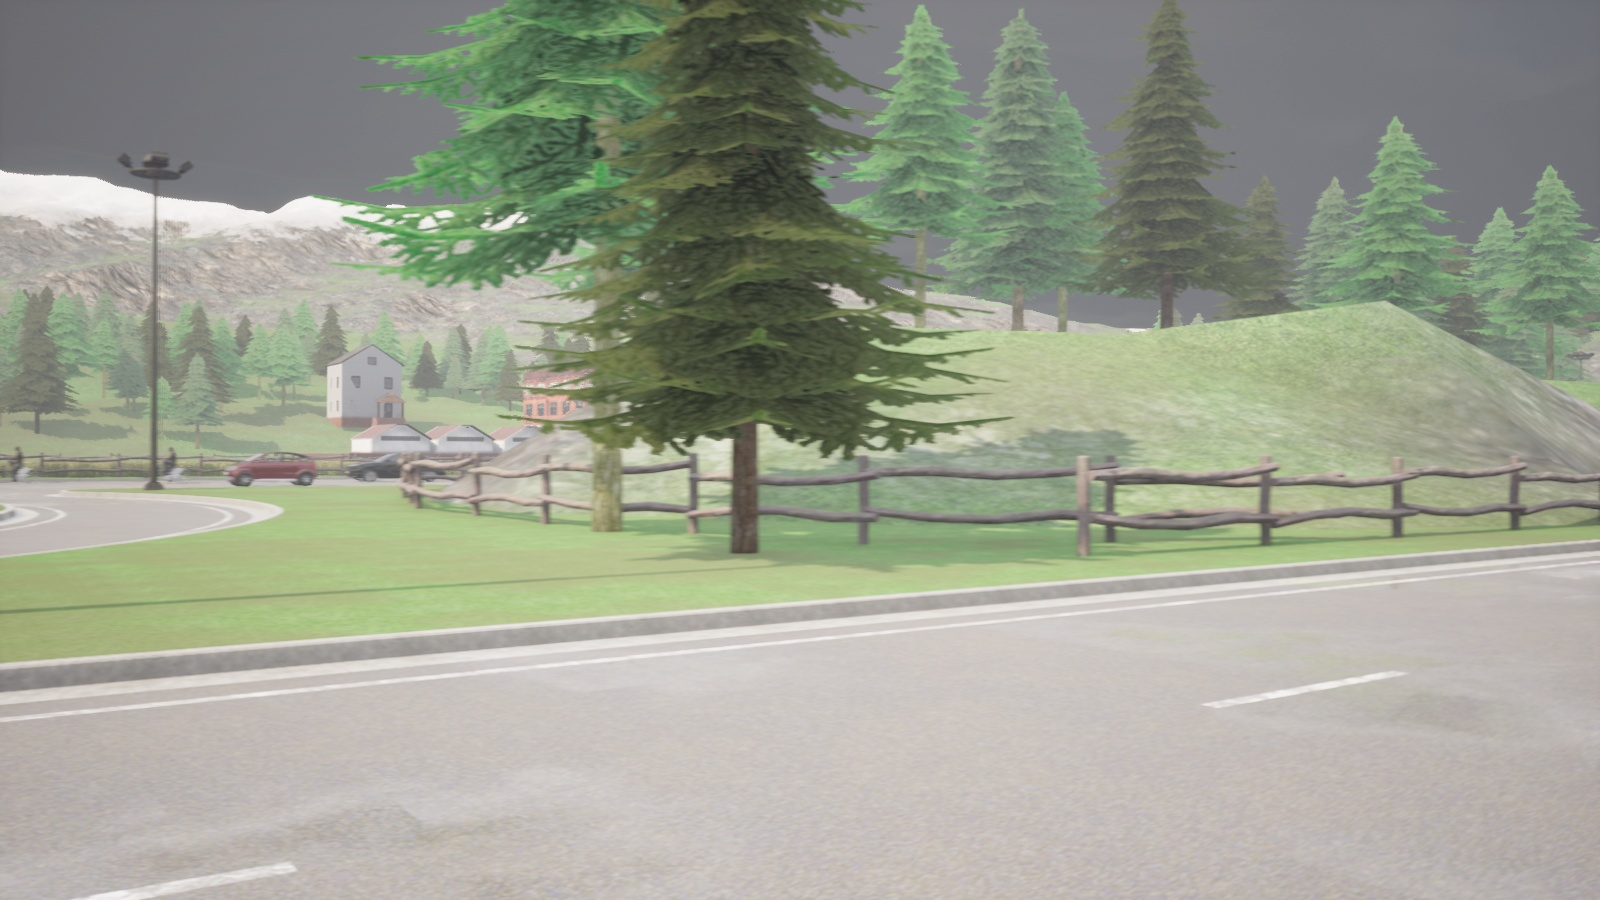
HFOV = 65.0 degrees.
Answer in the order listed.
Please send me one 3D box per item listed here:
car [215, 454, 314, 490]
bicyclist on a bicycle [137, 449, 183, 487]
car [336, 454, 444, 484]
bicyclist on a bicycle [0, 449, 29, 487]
[{"bbox_3d":[-23.479,0.937,55.063,3.705,1.549,1.789,0,0,-35],"label":"car"},{"bbox_3d":[-30.085,0.845,59.005,1.843,1.776,0.659,0,0,-35],"label":"bicyclist on a bicycle"},{"bbox_3d":[-21.226,0.974,65.135,5.008,1.535,1.882,0,0,-35],"label":"car"},{"bbox_3d":[-37.005,0.844,58.473,1.843,1.776,0.659,0,0,-35],"label":"bicyclist on a bicycle"}]
